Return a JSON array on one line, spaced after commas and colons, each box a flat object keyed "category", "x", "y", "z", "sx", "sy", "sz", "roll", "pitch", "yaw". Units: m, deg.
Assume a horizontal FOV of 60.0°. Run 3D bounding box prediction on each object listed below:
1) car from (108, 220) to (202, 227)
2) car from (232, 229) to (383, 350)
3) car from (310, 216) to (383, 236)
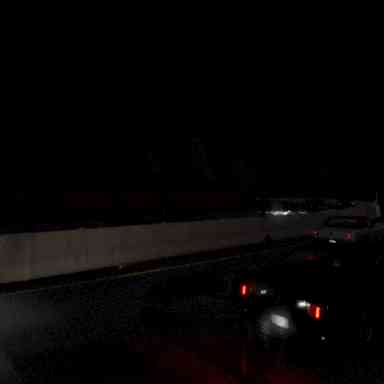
[{"category": "car", "x": -1.513, "y": 1.639, "z": 16.447, "sx": 5.357, "sy": 1.411, "sz": 2.033, "roll": 1, "pitch": 0, "yaw": -41}, {"category": "car", "x": 3.044, "y": 1.651, "z": 6.348, "sx": 4.718, "sy": 1.301, "sz": 1.895, "roll": 1, "pitch": 0, "yaw": -39}, {"category": "car", "x": 7.135, "y": 1.717, "z": 14.686, "sx": 4.718, "sy": 1.301, "sz": 1.895, "roll": 1, "pitch": 0, "yaw": -44}]
